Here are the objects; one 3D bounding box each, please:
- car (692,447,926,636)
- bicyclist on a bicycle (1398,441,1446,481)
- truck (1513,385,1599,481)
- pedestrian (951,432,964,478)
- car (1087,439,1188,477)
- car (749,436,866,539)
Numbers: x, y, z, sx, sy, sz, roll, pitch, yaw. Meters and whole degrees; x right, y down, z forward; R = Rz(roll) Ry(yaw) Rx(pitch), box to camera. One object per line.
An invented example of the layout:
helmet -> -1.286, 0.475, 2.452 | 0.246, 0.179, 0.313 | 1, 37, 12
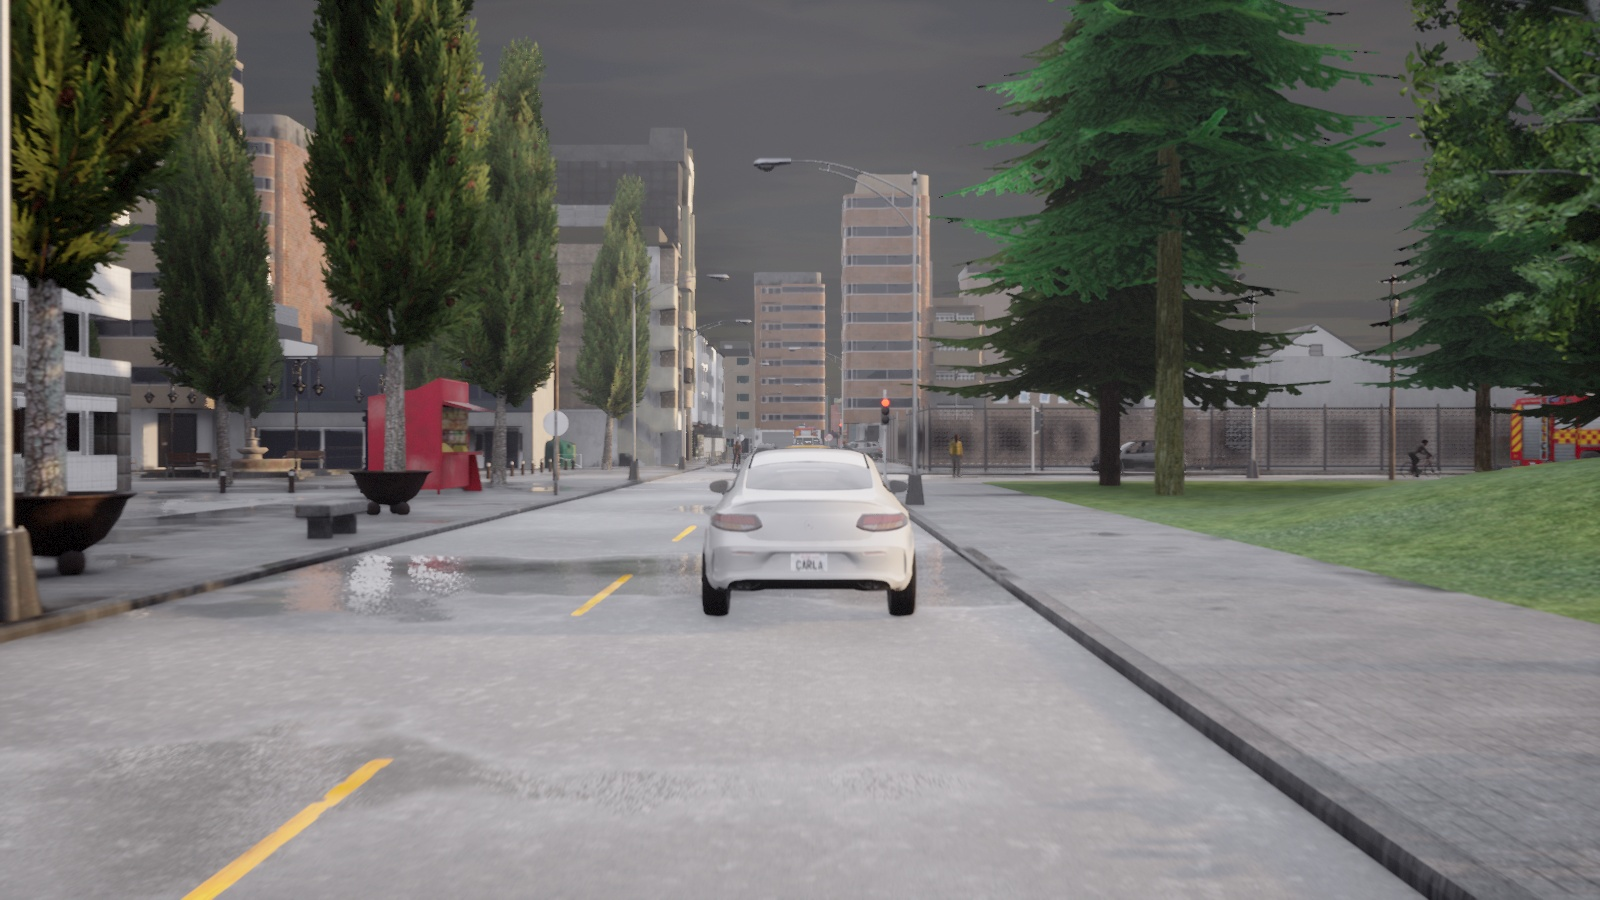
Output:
car -> 0.082, 0.704, 12.057 | 1.812, 1.442, 4.674 | 0, 0, 0
bicyclist on a bicycle -> 25.415, 0.430, 51.318 | 1.656, 1.620, 0.582 | 0, 0, 0
truck -> 34.155, -0.680, 51.256 | 8.468, 3.827, 2.891 | 0, 0, -1
pedestrian -> 6.290, 0.192, 50.154 | 0.370, 1.835, 0.726 | 0, 0, -4
car -> 14.837, 0.345, 55.366 | 3.988, 1.617, 1.851 | 0, 0, 0
car -> 0.138, 0.562, 21.964 | 1.801, 1.575, 5.366 | 0, 0, 0
